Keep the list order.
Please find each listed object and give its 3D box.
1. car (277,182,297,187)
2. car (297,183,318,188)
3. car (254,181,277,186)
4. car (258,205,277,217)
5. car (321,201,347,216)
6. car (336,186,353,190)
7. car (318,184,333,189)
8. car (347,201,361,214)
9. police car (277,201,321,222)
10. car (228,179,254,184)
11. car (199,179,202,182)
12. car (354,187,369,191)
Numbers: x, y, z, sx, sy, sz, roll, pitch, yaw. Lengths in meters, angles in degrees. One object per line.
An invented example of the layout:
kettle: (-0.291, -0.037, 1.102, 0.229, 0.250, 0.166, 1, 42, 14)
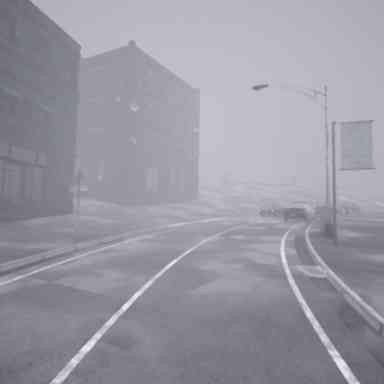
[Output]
car: (20.661, -1.488, 75.388, 4.674, 1.452, 2.002, 2, -5, -19)
car: (25.868, -1.289, 77.295, 5.008, 1.535, 2.097, 3, -5, -20)
car: (15.416, -1.752, 73.598, 4.892, 1.521, 2.231, 2, -5, -18)
car: (8.916, 2.020, 35.832, 1.895, 1.301, 4.718, -3, -3, 38)
car: (14.752, 1.823, 36.003, 1.837, 1.490, 4.892, -3, -3, 41)
car: (36.289, -0.749, 81.503, 4.792, 1.488, 2.163, 3, -5, -23)
car: (31.011, -1.168, 79.311, 4.553, 1.767, 2.185, 3, -5, -21)
car: (18.695, 1.909, 40.158, 4.892, 1.490, 1.837, 1, -4, -44)
police car: (9.223, 1.611, 28.360, 1.930, 1.638, 5.238, -2, -2, 31)
car: (10.164, -1.951, 71.911, 4.892, 1.521, 2.231, 2, -5, -18)
car: (-0.251, -2.445, 68.591, 4.553, 1.767, 2.185, 2, -5, -18)
car: (41.335, -0.476, 83.723, 4.674, 1.452, 2.002, 3, -5, -24)
